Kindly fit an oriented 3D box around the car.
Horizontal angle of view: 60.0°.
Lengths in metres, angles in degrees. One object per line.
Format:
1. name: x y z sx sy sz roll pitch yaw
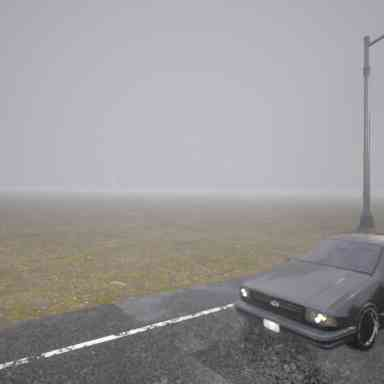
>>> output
1. car: 3.318 1.548 6.368 5.357 1.411 2.033 0 0 -36
